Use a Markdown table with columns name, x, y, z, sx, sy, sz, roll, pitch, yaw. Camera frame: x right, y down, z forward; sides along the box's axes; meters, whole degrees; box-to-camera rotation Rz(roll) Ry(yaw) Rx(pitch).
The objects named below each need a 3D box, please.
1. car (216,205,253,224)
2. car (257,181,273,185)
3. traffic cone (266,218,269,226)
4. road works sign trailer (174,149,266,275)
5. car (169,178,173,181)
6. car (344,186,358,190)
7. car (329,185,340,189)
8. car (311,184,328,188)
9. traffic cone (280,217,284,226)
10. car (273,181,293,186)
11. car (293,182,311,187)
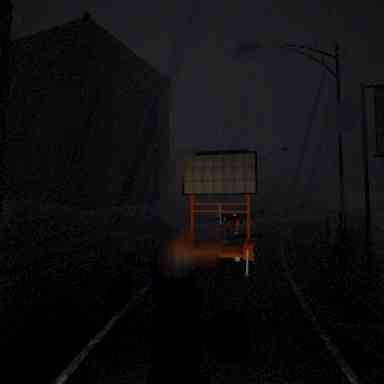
| name | x | y | z | sx | sy | sz | roll | pitch | yaw |
| --- | --- | --- | --- | --- | --- | --- | --- | --- | --- |
| car | 3.580 | 1.784 | 27.312 | 1.812 | 1.442 | 4.674 | -3 | -2 | 29 |
| car | 14.335 | -1.700 | 71.983 | 4.674 | 1.452 | 2.002 | 2 | -5 | -24 |
| traffic cone | 5.169 | 2.063 | 22.988 | 0.340 | 0.580 | 0.340 | -2 | -1 | 16 |
| road works sign trailer | 0.922 | 0.487 | 10.660 | 2.380 | 3.560 | 2.880 | -1 | 0 | 17 |
| car | -5.942 | -2.458 | 63.455 | 4.553 | 1.767 | 2.185 | 1 | -5 | -23 |
| car | 38.946 | -0.704 | 84.718 | 4.892 | 1.521 | 2.231 | 3 | -5 | -30 |
| car | 34.245 | -0.886 | 82.024 | 4.674 | 1.452 | 2.002 | 3 | -5 | -29 |
| car | 29.401 | -1.110 | 79.388 | 4.792 | 1.488 | 2.163 | 2 | -5 | -27 |
| traffic cone | 6.121 | 2.032 | 22.700 | 0.340 | 0.580 | 0.340 | -2 | -1 | 17 |
| car | 19.365 | -1.551 | 74.320 | 5.008 | 1.535 | 2.097 | 2 | -5 | -25 |
| car | 24.321 | -1.479 | 76.761 | 4.553 | 1.767 | 2.185 | 2 | -5 | -26 |
